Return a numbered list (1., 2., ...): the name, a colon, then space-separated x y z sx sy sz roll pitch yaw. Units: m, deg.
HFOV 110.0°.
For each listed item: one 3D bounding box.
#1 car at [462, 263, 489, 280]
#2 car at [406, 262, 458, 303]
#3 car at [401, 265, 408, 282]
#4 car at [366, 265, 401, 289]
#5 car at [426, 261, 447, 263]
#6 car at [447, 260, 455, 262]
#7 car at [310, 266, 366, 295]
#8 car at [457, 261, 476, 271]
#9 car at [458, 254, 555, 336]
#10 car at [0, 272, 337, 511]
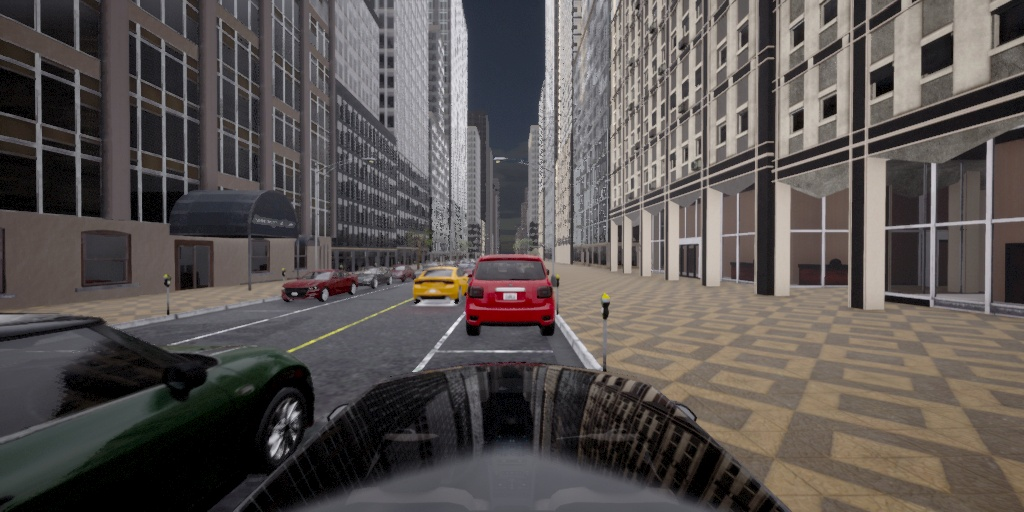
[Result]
1. car: -3.141 1.309 31.534 1.994 1.385 4.181 0 0 0
2. car: -3.140 1.225 16.708 1.882 1.535 5.008 0 0 0
3. car: -8.837 1.327 28.206 1.802 1.307 4.207 0 0 0
4. car: -8.838 1.296 22.523 2.007 1.370 4.403 0 0 0
5. car: -8.837 1.293 39.574 2.007 1.370 4.403 0 0 0
6. car: -8.837 1.291 50.940 2.007 1.370 4.403 0 0 0
7. car: -8.837 1.292 16.839 1.888 1.381 4.507 0 0 0
8. car: -6.148 1.341 48.855 1.895 1.301 4.718 0 0 0
9. car: -0.039 0.976 10.531 2.150 2.045 5.566 0 0 0
10. car: -3.146 1.101 1.953 2.097 1.767 4.553 0 0 0
